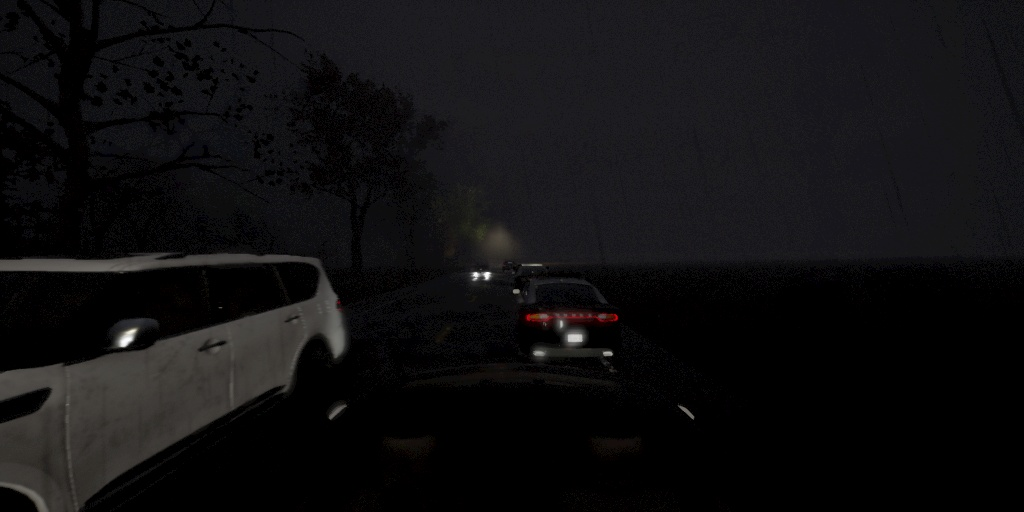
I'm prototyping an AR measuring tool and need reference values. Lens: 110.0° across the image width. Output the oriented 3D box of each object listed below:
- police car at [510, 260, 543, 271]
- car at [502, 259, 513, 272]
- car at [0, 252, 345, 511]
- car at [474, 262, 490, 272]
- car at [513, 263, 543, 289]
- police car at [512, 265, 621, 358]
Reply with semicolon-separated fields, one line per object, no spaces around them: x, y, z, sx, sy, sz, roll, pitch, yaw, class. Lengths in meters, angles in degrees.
1.025;1.179;18.601;1.930;1.638;5.238;0;0;0;police car
-0.268;1.341;47.194;1.994;1.385;4.181;0;0;0;car
-3.599;0.971;3.178;2.150;2.045;5.566;0;0;0;car
-3.893;1.377;46.492;1.895;1.301;4.718;0;0;-1;car
0.992;1.262;24.498;1.837;1.490;4.892;0;0;0;car
1.054;1.176;8.592;1.930;1.638;5.238;0;0;0;police car
